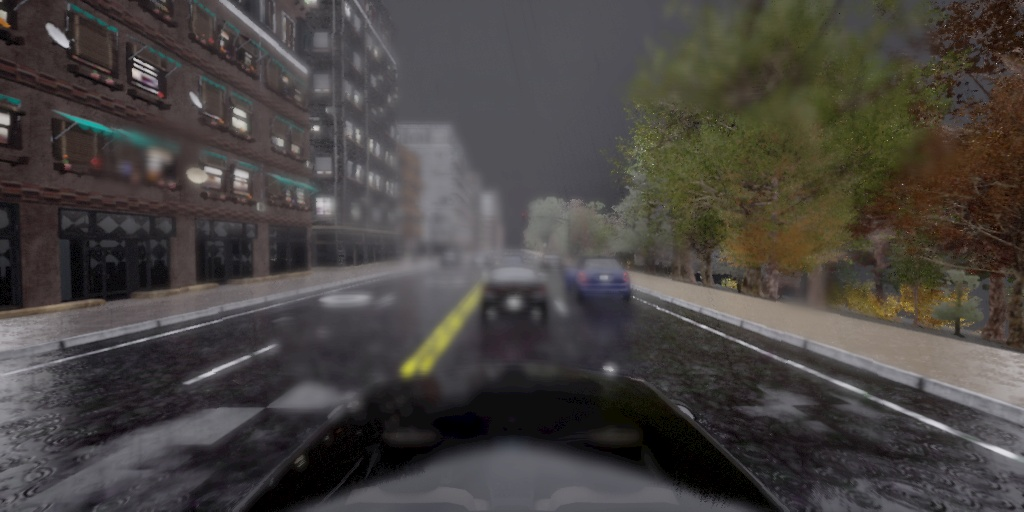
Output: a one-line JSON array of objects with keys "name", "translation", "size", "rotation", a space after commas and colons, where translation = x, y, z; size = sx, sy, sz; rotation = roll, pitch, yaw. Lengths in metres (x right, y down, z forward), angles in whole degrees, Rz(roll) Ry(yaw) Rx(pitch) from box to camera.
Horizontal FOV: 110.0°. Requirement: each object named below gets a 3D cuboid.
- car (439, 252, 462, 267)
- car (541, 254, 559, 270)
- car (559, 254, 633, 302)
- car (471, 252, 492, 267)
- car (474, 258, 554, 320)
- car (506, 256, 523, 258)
[{"name": "car", "translation": [-6.377, 0.382, 37.647], "size": [1.837, 1.490, 4.892], "rotation": [0, 1, 1]}, {"name": "car", "translation": [3.480, 0.567, 30.768], "size": [1.812, 1.442, 4.674], "rotation": [0, 1, 1]}, {"name": "car", "translation": [3.386, 0.776, 14.952], "size": [2.097, 1.767, 4.553], "rotation": [0, 1, 1]}, {"name": "car", "translation": [-3.127, 0.369, 37.636], "size": [2.128, 1.511, 4.902], "rotation": [0, 1, 1]}, {"name": "car", "translation": [0.093, 0.987, 11.511], "size": [1.882, 1.535, 5.008], "rotation": [0, 1, 1]}, {"name": "car", "translation": [0.177, 0.689, 26.640], "size": [2.033, 1.411, 5.357], "rotation": [0, 1, 1]}]
